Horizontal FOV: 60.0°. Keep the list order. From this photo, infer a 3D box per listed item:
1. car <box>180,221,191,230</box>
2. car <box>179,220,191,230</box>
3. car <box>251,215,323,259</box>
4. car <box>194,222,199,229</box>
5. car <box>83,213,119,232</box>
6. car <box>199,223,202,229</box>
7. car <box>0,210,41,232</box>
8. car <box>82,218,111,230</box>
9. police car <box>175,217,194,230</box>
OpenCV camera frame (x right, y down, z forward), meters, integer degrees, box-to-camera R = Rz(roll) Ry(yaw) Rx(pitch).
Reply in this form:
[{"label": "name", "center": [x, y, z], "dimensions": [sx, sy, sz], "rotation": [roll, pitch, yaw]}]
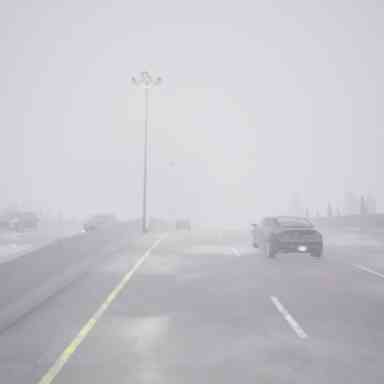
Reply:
[{"label": "car", "center": [-1.042, 5.685, 56.836], "dimensions": [1.812, 1.442, 4.674], "rotation": [0, -6, 0]}, {"label": "car", "center": [-1.042, 5.028, 50.871], "dimensions": [1.812, 1.442, 4.674], "rotation": [0, -6, 0]}, {"label": "car", "center": [3.602, 1.669, 13.270], "dimensions": [1.837, 1.490, 4.892], "rotation": [0, -2, 0]}, {"label": "car", "center": [0.029, 7.542, 74.309], "dimensions": [1.895, 1.301, 4.718], "rotation": [0, -6, 2]}, {"label": "car", "center": [-7.092, 2.439, 26.727], "dimensions": [1.837, 1.490, 4.892], "rotation": [0, -5, 0]}, {"label": "car", "center": [1.370, 8.846, 88.451], "dimensions": [2.097, 1.767, 4.553], "rotation": [-1, -6, 11]}, {"label": "car", "center": [-14.094, 2.296, 26.831], "dimensions": [2.097, 1.767, 4.553], "rotation": [0, -5, 0]}, {"label": "car", "center": [-10.582, 3.597, 37.186], "dimensions": [1.895, 1.301, 4.718], "rotation": [0, -6, 0]}, {"label": "police car", "center": [-1.044, 3.846, 41.051], "dimensions": [1.930, 1.638, 5.238], "rotation": [0, -6, 0]}]
